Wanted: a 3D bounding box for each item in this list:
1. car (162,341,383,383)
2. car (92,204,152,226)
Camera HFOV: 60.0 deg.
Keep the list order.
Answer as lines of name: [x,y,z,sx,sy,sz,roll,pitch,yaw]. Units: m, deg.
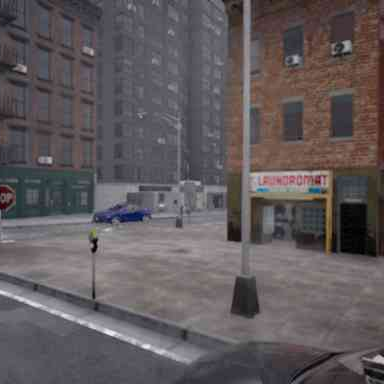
car: [1.655,1.559,1.650,4.403,1.369,2.008,1,0,35]
car: [-5.192,1.655,25.219,1.882,1.535,5.008,0,-1,35]
